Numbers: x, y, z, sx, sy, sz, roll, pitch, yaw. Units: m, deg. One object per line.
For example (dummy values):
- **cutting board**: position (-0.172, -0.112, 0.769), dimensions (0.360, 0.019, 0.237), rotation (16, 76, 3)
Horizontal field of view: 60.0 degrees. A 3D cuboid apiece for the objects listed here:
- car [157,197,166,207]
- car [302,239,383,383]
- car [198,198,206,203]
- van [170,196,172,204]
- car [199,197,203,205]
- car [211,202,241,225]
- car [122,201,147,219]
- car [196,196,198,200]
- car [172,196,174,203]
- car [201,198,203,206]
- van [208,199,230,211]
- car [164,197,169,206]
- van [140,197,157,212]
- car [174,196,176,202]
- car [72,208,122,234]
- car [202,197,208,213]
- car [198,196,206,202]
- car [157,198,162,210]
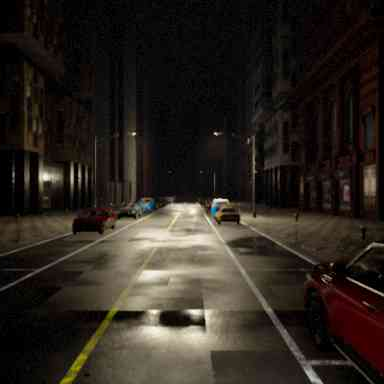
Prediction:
- **car**: position (-5.842, 1.985, 53.964), dimensions (1.947, 1.339, 4.313), rotation (0, 0, 0)
- **car**: position (2.755, 1.340, 3.264), dimensions (2.192, 1.841, 5.009), rotation (0, 0, 0)
- **car**: position (2.635, 2.253, 87.804), dimensions (1.947, 1.339, 4.313), rotation (0, 0, 0)
- **van**: position (-5.867, 1.894, 70.876), dimensions (1.690, 1.788, 3.998), rotation (0, 0, 0)
- **car**: position (2.683, 1.969, 53.987), dimensions (2.008, 1.369, 4.403), rotation (0, 0, 0)
- **car**: position (2.723, 1.723, 25.977), dimensions (1.752, 1.417, 4.829), rotation (0, 0, 0)
- **car**: position (-5.810, 1.806, 31.418), dimensions (1.947, 1.339, 4.313), rotation (0, 0, 0)
- **car**: position (2.650, 1.913, 76.534), dimensions (2.192, 1.841, 5.009), rotation (0, 0, 0)
- **car**: position (-5.874, 2.038, 76.512), dimensions (1.967, 1.590, 4.097), rotation (0, 0, 0)
- **car**: position (2.691, 1.901, 48.521), dimensions (1.752, 1.417, 4.829), rotation (0, 0, 0)
- **van**: position (2.714, 1.582, 31.444), dimensions (1.690, 1.788, 3.998), rotation (0, 0, 0)
- **car**: position (-5.851, 1.779, 59.602), dimensions (2.192, 1.841, 5.009), rotation (0, 0, 0)
- **van**: position (-5.827, 1.671, 42.693), dimensions (1.690, 1.788, 3.998), rotation (0, 0, 0)
- **car**: position (-5.890, 2.128, 87.785), dimensions (1.967, 1.590, 4.097), rotation (0, 0, 0)
- **car**: position (-5.794, 1.697, 20.145), dimensions (1.887, 1.381, 4.507), rotation (0, 0, 0)
- **car**: position (2.699, 1.770, 42.716), dimensions (1.967, 1.590, 4.097), rotation (0, 0, 0)
- **car**: position (2.667, 1.948, 65.260), dimensions (1.967, 1.590, 4.097), rotation (0, 0, 0)
- **car**: position (-5.834, 1.940, 48.328), dimensions (1.947, 1.339, 4.313), rotation (0, 0, 0)
